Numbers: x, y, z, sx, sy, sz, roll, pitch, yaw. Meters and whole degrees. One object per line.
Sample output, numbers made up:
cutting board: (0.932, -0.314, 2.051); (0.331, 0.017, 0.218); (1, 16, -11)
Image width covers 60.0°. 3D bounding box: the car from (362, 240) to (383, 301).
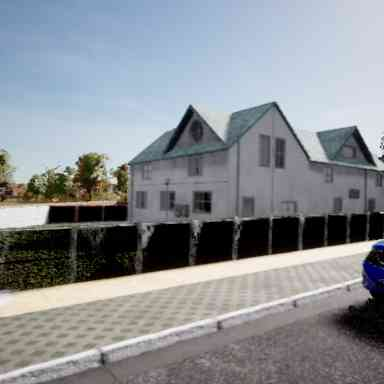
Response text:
car: (6.144, 1.356, 7.478); (5.566, 2.045, 2.150); (1, -1, -35)
